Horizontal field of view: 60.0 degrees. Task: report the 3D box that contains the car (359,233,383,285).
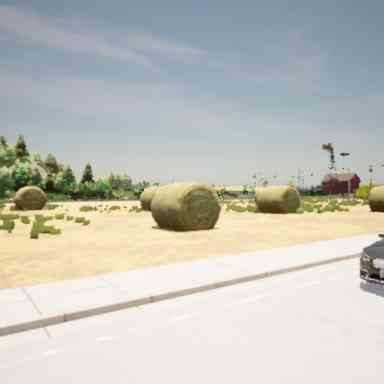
[{"bbox_3d":[6.098,1.460,8.333,4.902,1.511,2.128,0,0,-35],"label":"car"}]
